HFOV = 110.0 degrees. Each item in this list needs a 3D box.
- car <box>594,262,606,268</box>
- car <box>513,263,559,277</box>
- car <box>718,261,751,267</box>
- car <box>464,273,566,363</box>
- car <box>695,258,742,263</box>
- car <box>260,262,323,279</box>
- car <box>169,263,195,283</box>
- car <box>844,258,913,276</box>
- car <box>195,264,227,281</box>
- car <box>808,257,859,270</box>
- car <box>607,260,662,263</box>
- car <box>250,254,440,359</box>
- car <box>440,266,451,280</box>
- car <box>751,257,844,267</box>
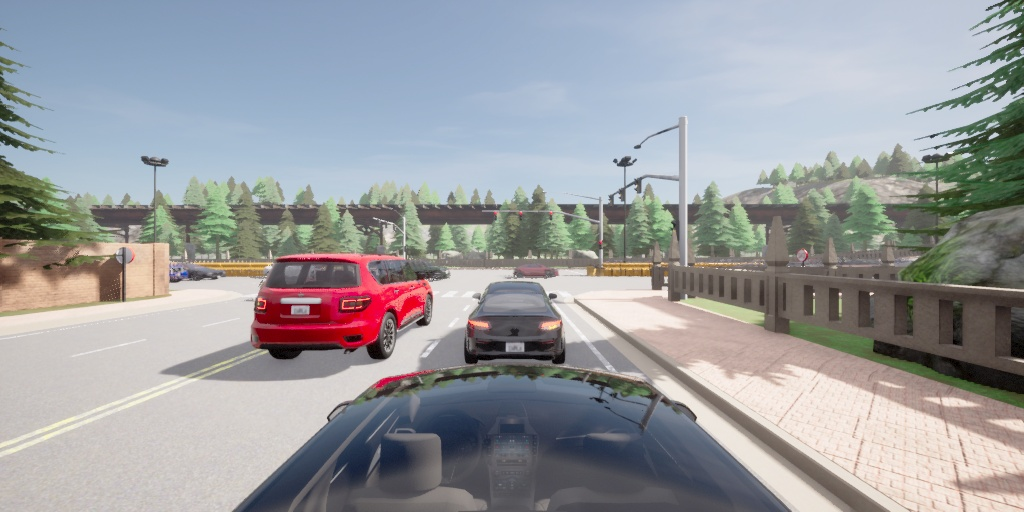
[{"bbox_3d":[13.139,1.241,46.609,4.902,1.511,2.128,0,0,0],"label":"car"},{"bbox_3d":[2.132,1.314,32.459,4.181,1.385,1.994,0,0,0],"label":"car"},{"bbox_3d":[19.394,1.314,28.880,4.181,1.385,1.994,0,0,0],"label":"car"},{"bbox_3d":[0.063,1.276,7.963,1.812,1.442,4.674,0,0,0],"label":"car"},{"bbox_3d":[22.433,1.102,39.573,4.553,1.767,2.097,0,0,0],"label":"car"},{"bbox_3d":[-19.966,1.276,32.567,4.674,1.442,1.812,0,0,0],"label":"car"},{"bbox_3d":[-26.560,0.971,25.594,5.566,2.045,2.150,0,0,0],"label":"car"},{"bbox_3d":[32.541,1.081,32.361,4.553,1.767,2.097,-1,0,0],"label":"car"},{"bbox_3d":[-26.422,1.297,29.090,5.357,1.411,2.033,0,0,0],"label":"car"},{"bbox_3d":[41.609,0.953,46.535,4.892,1.490,1.837,-3,0,0],"label":"car"},{"bbox_3d":[13.412,1.228,39.609,5.008,1.535,1.882,0,0,0],"label":"car"},{"bbox_3d":[-3.440,0.971,8.515,2.150,2.045,5.566,0,0,0],"label":"car"},{"bbox_3d":[-7.308,1.102,29.003,4.553,1.767,2.097,0,0,0],"label":"car"},{"bbox_3d":[20.057,1.102,25.378,4.553,1.767,2.097,0,0,0],"label":"car"}]
